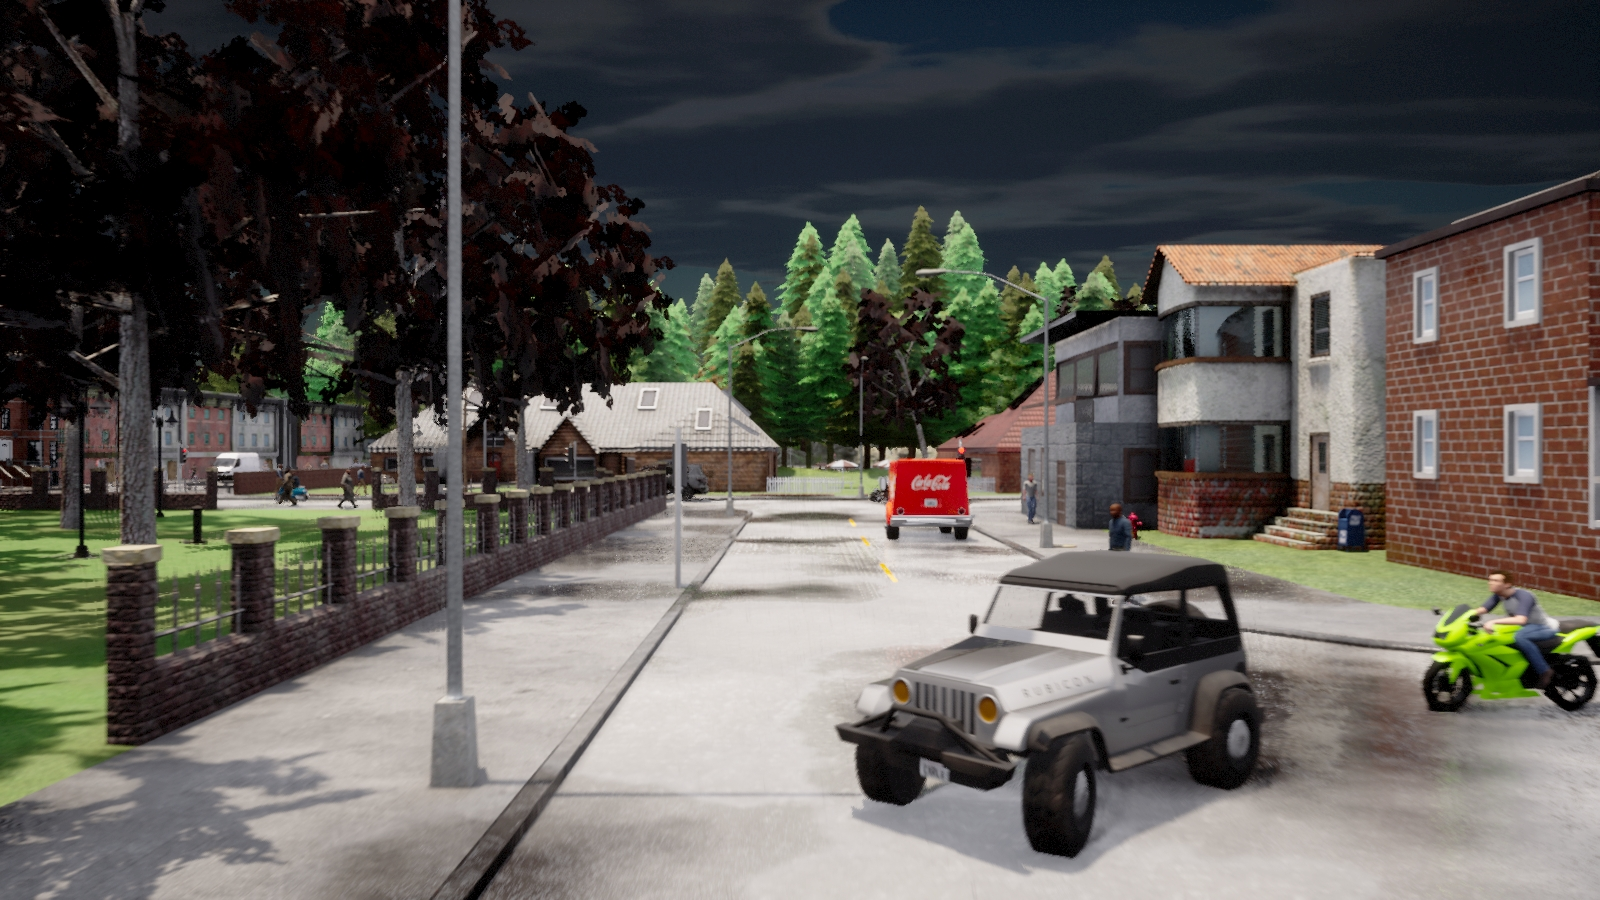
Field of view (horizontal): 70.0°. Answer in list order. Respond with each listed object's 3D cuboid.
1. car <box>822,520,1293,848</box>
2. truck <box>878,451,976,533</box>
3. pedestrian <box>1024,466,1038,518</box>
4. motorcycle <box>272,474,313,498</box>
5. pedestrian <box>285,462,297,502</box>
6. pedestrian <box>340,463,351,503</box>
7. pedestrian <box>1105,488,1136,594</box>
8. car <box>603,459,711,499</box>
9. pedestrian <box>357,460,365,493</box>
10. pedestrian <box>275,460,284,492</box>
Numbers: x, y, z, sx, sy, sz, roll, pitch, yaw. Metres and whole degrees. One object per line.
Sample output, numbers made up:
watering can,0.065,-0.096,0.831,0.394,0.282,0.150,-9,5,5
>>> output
car,2.235,1.636,9.384,3.866,1.878,1.905,0,0,-42
truck,3.972,1.323,36.828,2.627,2.467,5.204,0,-1,1
pedestrian,8.367,1.511,41.323,0.375,1.860,0.375,0,0,-12
motorcycle,-27.454,1.952,61.837,1.805,1.236,0.856,0,0,0
pedestrian,-23.960,1.514,53.766,0.375,1.860,0.375,0,0,1
pedestrian,-20.886,1.517,52.500,0.375,1.860,0.375,0,0,-2
pedestrian,5.765,1.625,20.555,0.375,1.860,0.375,0,0,-21
car,-7.688,1.551,61.827,5.566,2.045,2.150,0,0,0
pedestrian,-25.214,1.513,65.661,0.375,1.860,0.375,0,0,-12
pedestrian,-30.611,1.506,67.233,0.375,1.860,0.375,0,0,-9
